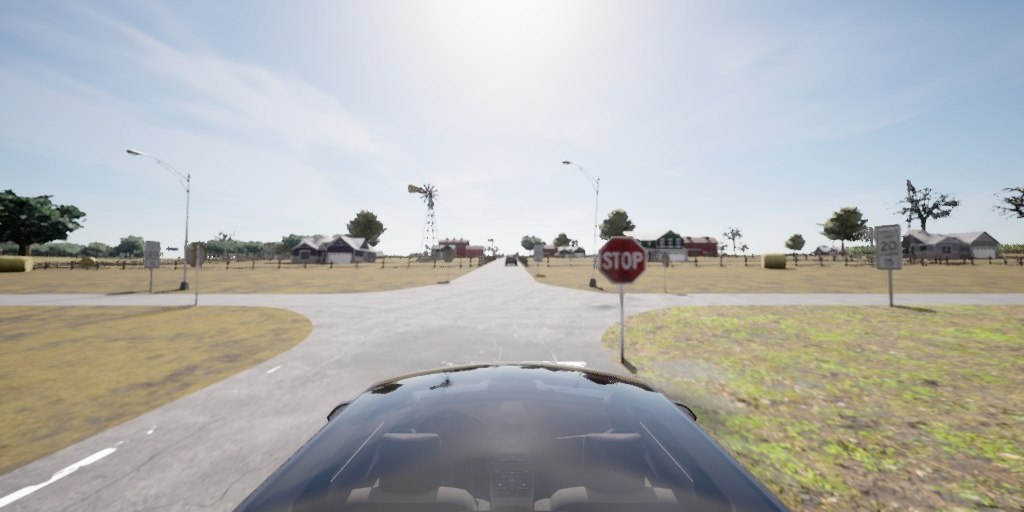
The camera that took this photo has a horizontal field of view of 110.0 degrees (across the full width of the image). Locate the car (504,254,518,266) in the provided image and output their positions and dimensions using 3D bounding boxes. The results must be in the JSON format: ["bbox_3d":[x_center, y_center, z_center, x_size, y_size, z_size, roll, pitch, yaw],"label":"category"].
[{"bbox_3d":[-0.119,0.672,62.434,2.150,2.045,5.566,0,0,0],"label":"car"}]
